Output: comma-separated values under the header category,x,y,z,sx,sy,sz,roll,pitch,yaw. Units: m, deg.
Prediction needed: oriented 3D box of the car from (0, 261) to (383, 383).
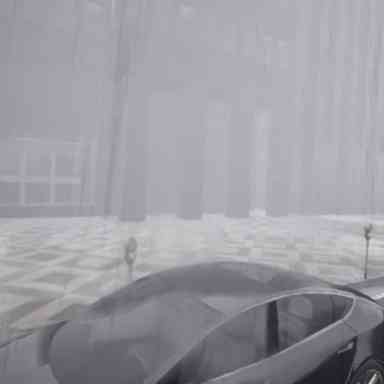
category,x,y,z,sx,sy,sz,roll,pitch,yaw
car,0.070,1.444,3.056,4.313,1.339,1.947,1,2,-31
